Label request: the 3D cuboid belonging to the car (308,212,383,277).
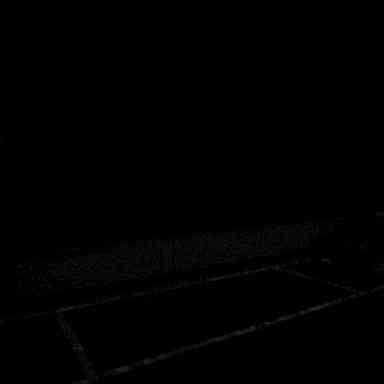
[{"bbox_3d":[5.127,1.260,9.160,4.313,1.339,1.947,-2,2,-31],"label":"car"}]
